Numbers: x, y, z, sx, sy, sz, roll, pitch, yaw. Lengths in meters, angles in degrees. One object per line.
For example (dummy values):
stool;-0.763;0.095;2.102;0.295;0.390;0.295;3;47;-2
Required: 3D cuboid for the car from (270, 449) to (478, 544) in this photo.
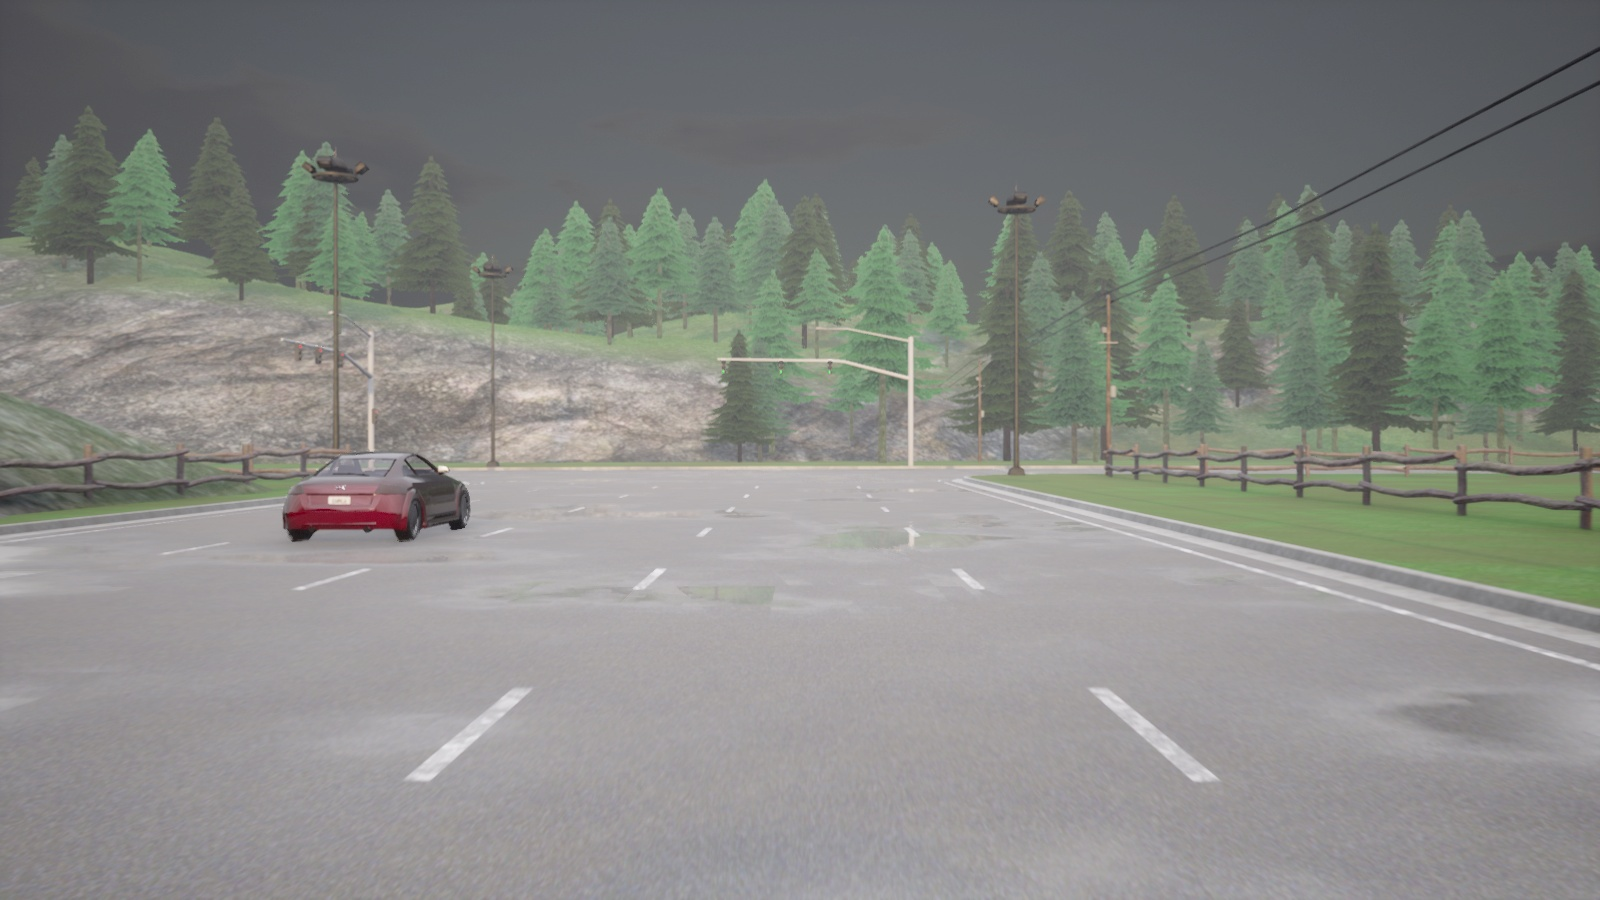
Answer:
car;-6.867;0.694;20.743;1.994;1.385;4.181;0;0;0
